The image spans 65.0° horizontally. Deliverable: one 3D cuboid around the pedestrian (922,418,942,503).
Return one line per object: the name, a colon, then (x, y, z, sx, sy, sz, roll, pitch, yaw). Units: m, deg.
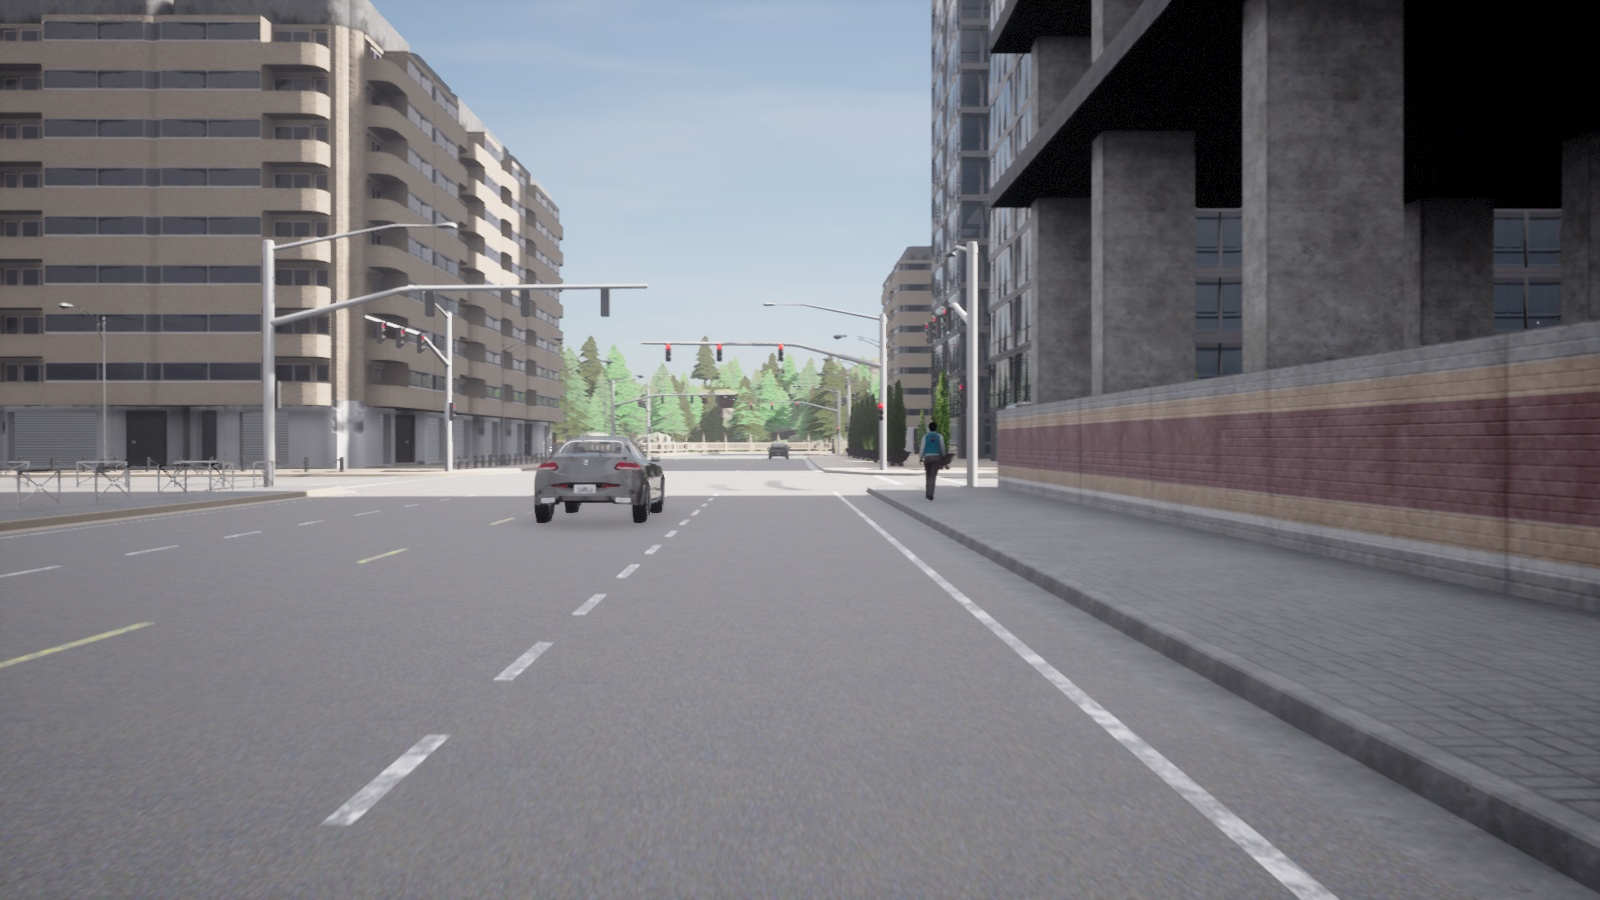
pedestrian: (3.043, 0.239, 28.896, 0.396, 1.930, 0.692, 0, 0, 10)

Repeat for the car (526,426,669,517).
car: (-3.935, 0.380, 25.313, 2.152, 1.651, 5.027, 0, 0, -1)
